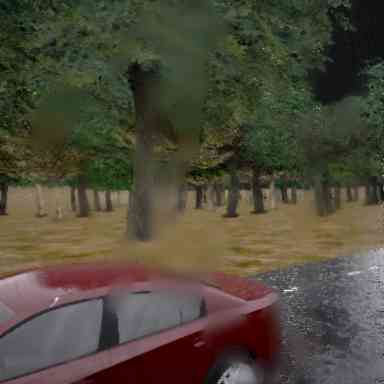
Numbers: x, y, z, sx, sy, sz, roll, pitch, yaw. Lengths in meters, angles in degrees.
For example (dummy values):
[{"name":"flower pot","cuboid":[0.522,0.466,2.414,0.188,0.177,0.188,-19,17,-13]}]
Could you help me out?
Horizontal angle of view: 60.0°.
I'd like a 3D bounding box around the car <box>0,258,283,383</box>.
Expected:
[{"name":"car","cuboid":[-1.306,1.479,3.062,5.008,1.535,1.882,0,0,-35]}]
